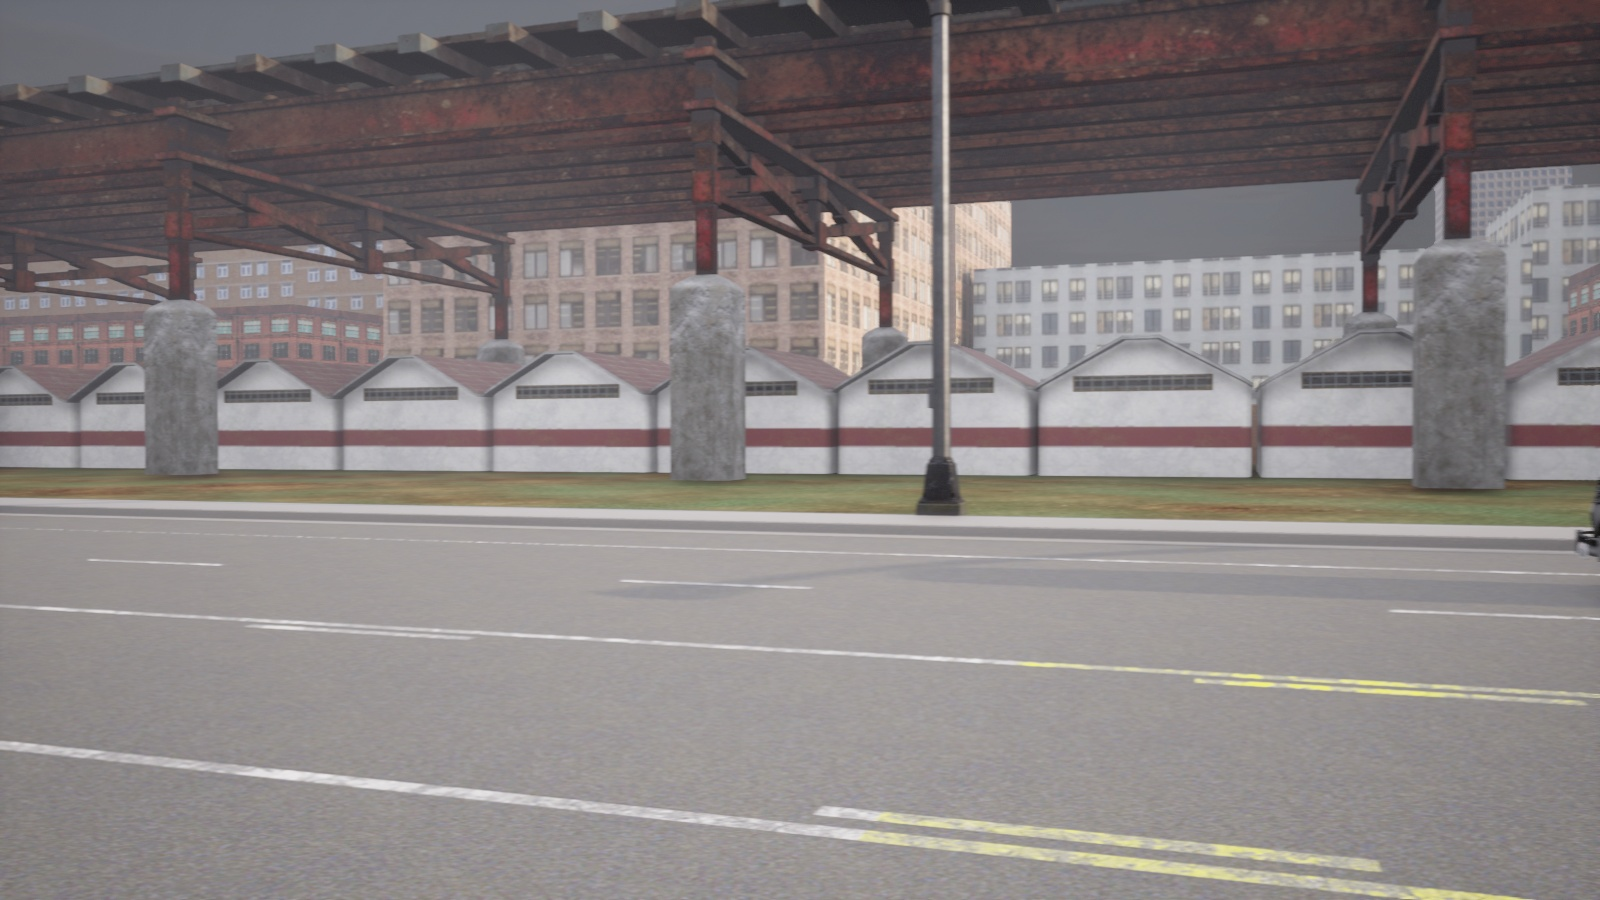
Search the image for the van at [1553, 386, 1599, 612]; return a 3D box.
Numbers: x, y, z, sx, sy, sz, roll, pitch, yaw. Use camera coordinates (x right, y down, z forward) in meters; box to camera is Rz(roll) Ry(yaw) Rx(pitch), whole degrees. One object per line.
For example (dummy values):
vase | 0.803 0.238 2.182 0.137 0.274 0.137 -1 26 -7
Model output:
van | 9.395 0.437 11.067 4.442 1.987 1.775 1 1 19
